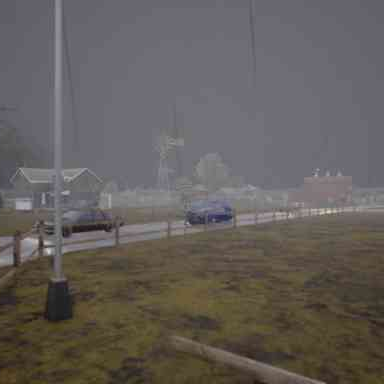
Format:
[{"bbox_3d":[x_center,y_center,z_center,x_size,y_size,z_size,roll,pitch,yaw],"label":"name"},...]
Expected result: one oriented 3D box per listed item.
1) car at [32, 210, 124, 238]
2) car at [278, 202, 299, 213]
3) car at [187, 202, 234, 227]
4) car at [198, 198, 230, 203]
[{"bbox_3d":[-6.429,1.756,19.593,2.033,1.411,5.357,0,0,34],"label":"car"},{"bbox_3d":[13.999,2.256,48.227,1.837,1.490,4.892,0,-1,36],"label":"car"},{"bbox_3d":[1.699,1.829,26.030,1.882,1.535,5.008,0,-1,36],"label":"car"},{"bbox_3d":[1.725,1.613,31.116,2.150,2.045,5.566,0,0,35],"label":"car"}]
